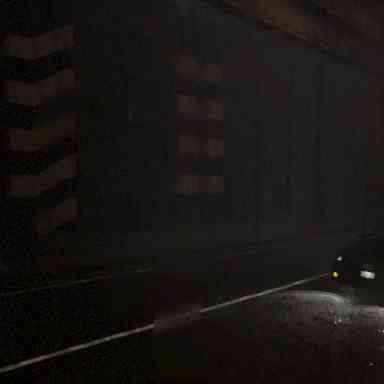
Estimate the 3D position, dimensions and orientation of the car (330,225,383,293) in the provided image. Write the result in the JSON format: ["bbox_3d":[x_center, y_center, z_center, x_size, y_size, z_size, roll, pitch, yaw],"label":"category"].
[{"bbox_3d":[5.212,1.522,8.125,4.181,1.385,1.994,0,0,-38],"label":"car"}]
